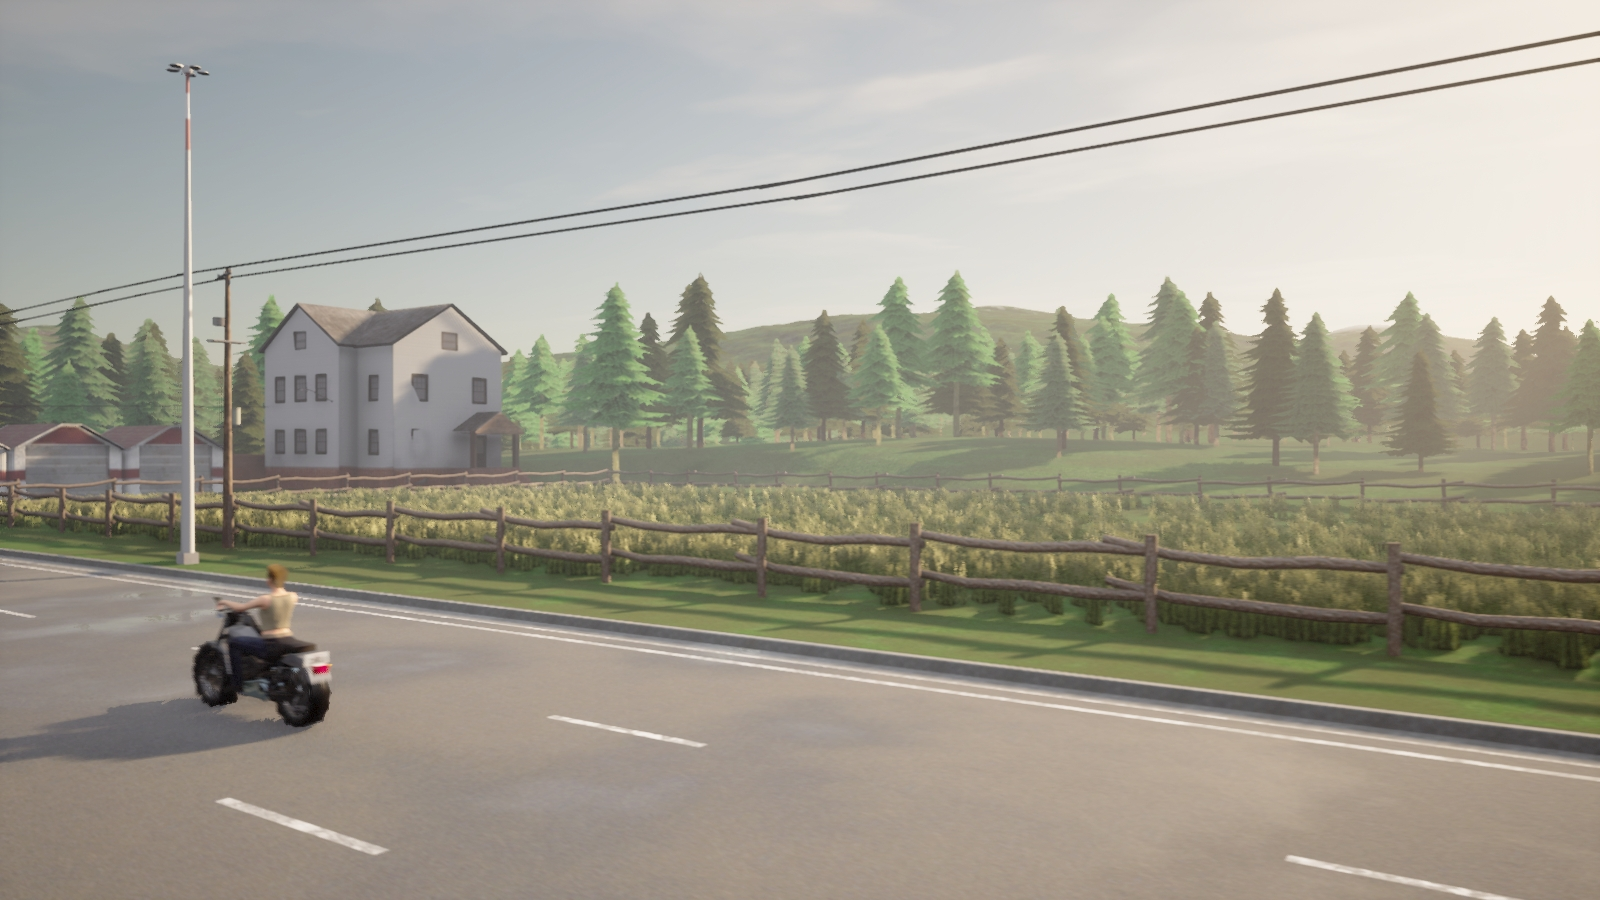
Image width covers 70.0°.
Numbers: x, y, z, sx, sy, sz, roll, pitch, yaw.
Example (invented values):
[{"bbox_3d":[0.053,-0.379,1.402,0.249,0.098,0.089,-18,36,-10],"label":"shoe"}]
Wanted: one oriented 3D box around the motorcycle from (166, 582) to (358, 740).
[{"bbox_3d":[-5.713,2.160,12.062,2.356,1.307,0.764,0,0,35],"label":"motorcycle"}]
